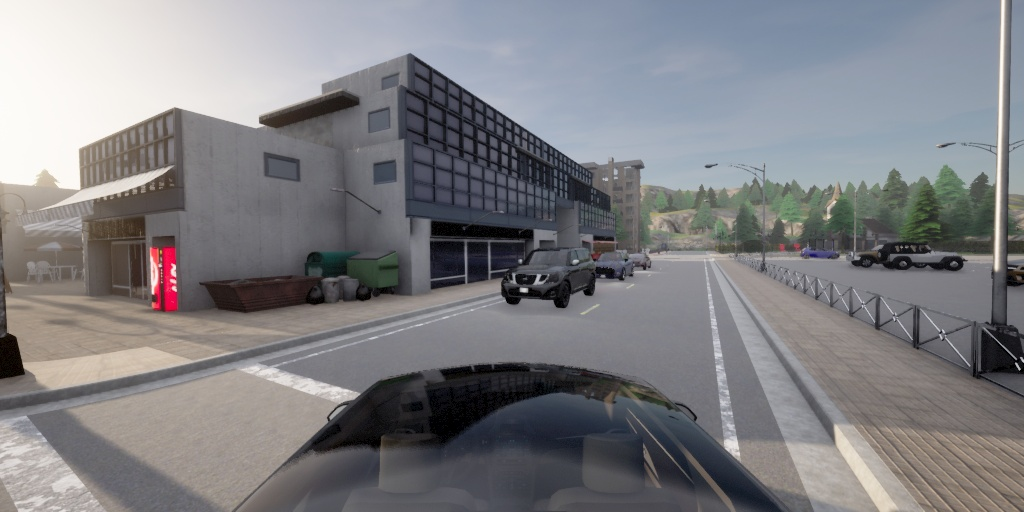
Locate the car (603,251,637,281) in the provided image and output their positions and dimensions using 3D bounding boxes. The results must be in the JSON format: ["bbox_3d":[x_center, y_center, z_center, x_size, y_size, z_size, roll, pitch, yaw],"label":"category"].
[{"bbox_3d":[6.301,0.530,22.677,2.097,1.767,4.553,0,2,28],"label":"car"}]

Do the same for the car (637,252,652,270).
[{"bbox_3d":[11.115,0.418,31.705,1.812,1.442,4.674,0,2,28],"label":"car"}]

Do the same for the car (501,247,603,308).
[{"bbox_3d":[1.677,0.674,13.995,2.150,2.045,5.566,0,2,28],"label":"car"}]
